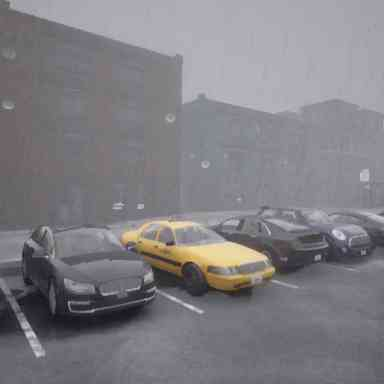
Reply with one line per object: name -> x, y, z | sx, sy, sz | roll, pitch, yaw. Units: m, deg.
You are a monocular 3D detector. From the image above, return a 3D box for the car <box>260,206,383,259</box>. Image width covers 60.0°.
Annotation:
car -> 4.194, 1.354, 12.476 | 2.185, 1.767, 4.553 | 0, 0, -35

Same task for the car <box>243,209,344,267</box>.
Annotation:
car -> 1.949, 1.481, 10.828 | 2.231, 1.521, 4.892 | 0, 0, -36

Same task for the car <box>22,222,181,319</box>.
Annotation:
car -> -2.590, 1.480, 7.606 | 2.231, 1.521, 4.892 | 0, 0, -36

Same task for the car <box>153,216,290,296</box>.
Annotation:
car -> -0.213, 1.476, 9.066 | 1.946, 1.575, 5.366 | 0, 0, -35
